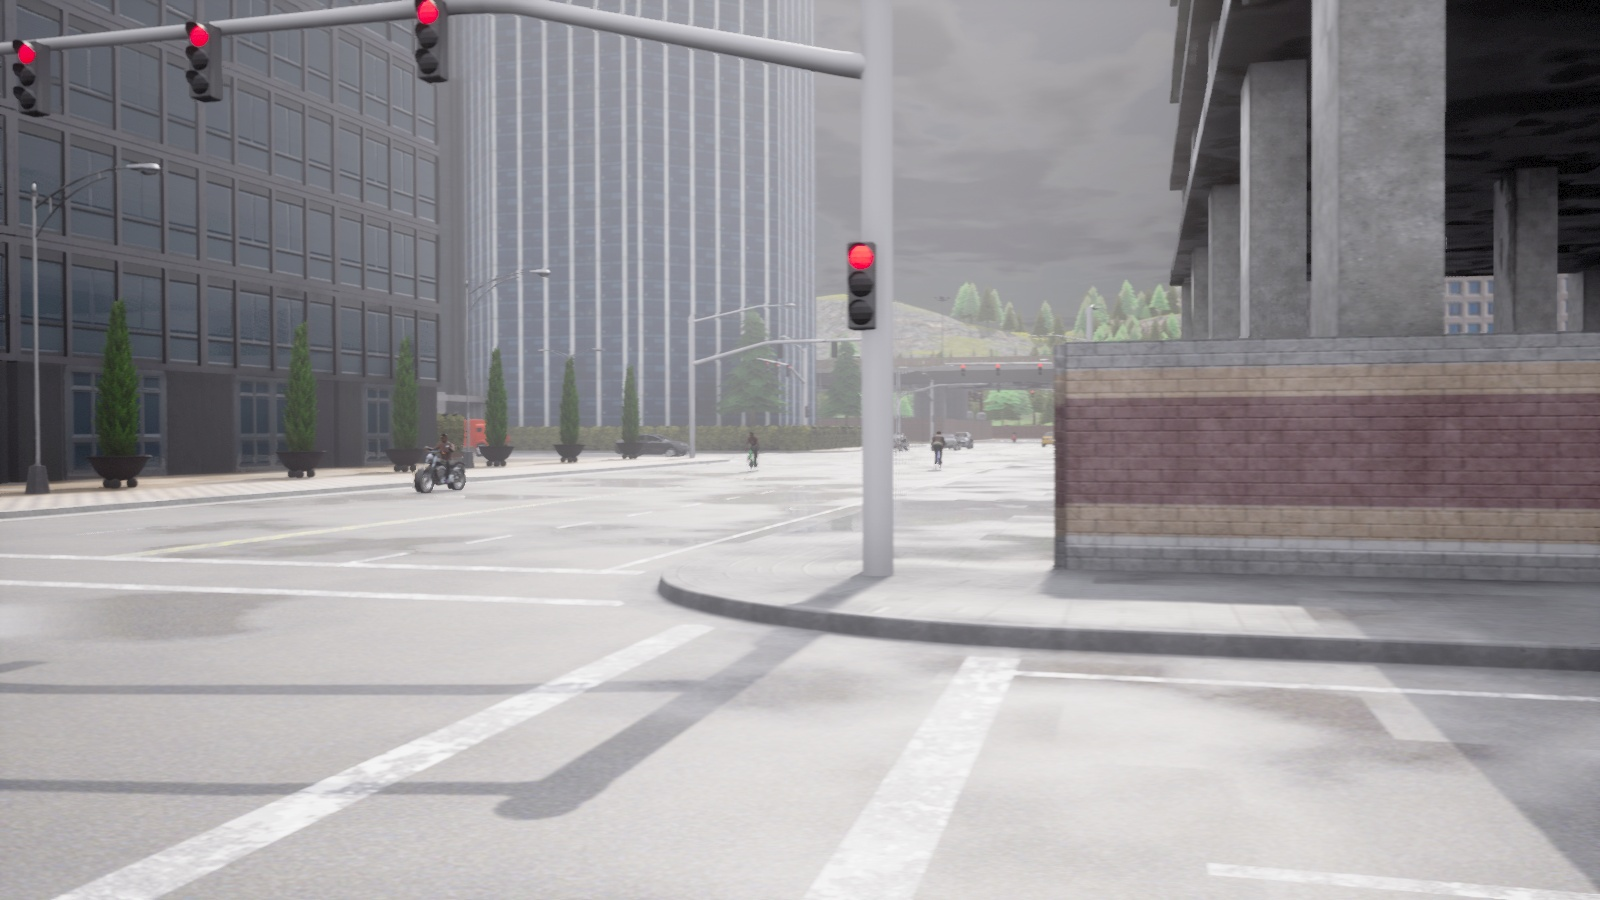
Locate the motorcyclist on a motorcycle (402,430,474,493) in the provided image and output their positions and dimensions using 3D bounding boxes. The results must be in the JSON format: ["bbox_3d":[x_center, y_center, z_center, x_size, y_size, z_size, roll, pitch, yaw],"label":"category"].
[{"bbox_3d":[-9.790,0.278,34.083,0.766,1.649,2.350,0,1,15],"label":"motorcyclist on a motorcycle"}]

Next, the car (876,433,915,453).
[{"bbox_3d":[7.455,-0.578,98.038,2.163,1.488,4.792,0,1,15],"label":"car"}]

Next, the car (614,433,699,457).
[{"bbox_3d":[-8.915,-0.331,78.074,4.892,1.490,1.837,0,1,15],"label":"car"}]

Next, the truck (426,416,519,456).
[{"bbox_3d":[-21.152,-0.920,81.277,5.204,2.467,2.627,0,1,15],"label":"truck"}]
